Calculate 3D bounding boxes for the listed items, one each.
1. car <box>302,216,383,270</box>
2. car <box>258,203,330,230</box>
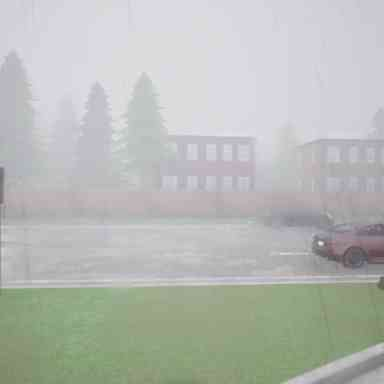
[{"bbox_3d":[6.152,1.652,10.961,4.181,1.385,1.994,0,0,-5],"label":"car"},{"bbox_3d":[6.705,1.488,21.557,4.553,1.767,2.097,1,0,-5],"label":"car"}]
